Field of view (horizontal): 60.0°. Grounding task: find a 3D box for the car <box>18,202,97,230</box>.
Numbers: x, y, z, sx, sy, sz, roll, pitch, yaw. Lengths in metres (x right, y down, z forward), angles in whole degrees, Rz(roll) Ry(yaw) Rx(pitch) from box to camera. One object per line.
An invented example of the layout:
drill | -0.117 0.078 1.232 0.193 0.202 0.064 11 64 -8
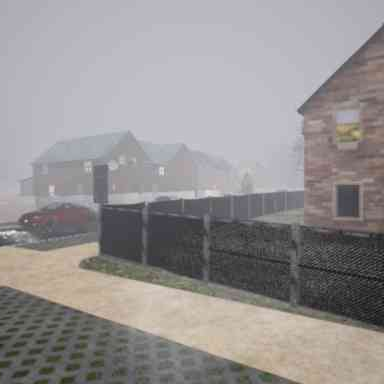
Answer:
car | -7.550 1.288 18.997 1.994 1.385 4.181 0 1 34

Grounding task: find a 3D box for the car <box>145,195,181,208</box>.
car | -2.203 1.019 27.066 1.812 1.442 4.674 0 1 34

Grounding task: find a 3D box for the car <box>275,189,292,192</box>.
car | 12.150 0.342 43.459 2.097 1.767 4.553 0 1 34

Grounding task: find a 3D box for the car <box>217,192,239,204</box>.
car | 3.822 0.764 36.141 1.812 1.442 4.674 0 1 34
